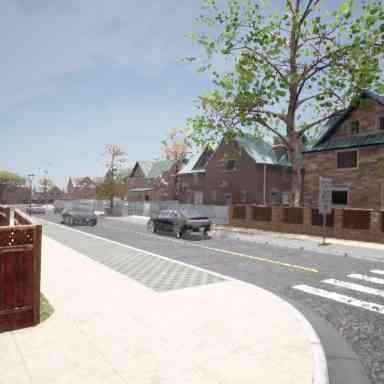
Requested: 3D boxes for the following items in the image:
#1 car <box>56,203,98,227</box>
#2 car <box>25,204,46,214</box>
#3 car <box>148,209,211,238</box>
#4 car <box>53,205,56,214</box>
[{"bbox_3d":[-8.796,1.790,25.756,1.837,1.490,4.892,2,-2,-34],"label":"car"},{"bbox_3d":[-19.915,2.160,42.315,1.895,1.301,4.718,2,-2,-34],"label":"car"},{"bbox_3d":[-0.847,1.743,19.289,2.128,1.511,4.902,2,-2,-34],"label":"car"},{"bbox_3d":[-15.956,2.055,41.558,2.128,1.511,4.902,2,-2,-34],"label":"car"}]
